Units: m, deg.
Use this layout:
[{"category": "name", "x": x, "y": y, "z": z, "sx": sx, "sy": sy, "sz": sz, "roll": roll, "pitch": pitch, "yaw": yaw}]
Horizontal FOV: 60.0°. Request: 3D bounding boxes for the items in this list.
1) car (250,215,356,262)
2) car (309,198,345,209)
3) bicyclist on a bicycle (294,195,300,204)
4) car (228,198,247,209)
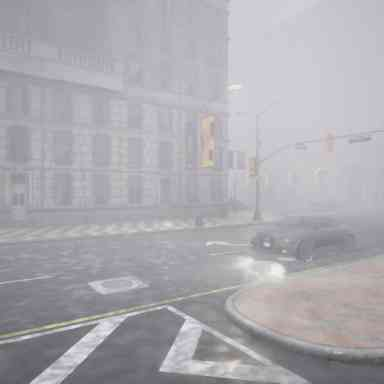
[{"category": "car", "x": 4.146, "y": 1.564, "z": 12.257, "sx": 4.181, "sy": 1.385, "sz": 1.994, "roll": 0, "pitch": 0, "yaw": -34}, {"category": "car", "x": 17.992, "y": 1.525, "z": 44.423, "sx": 1.812, "sy": 1.442, "sz": 4.674, "roll": 0, "pitch": 0, "yaw": -36}, {"category": "bicyclist on a bicycle", "x": 18.027, "y": 1.300, "z": 57.169, "sx": 1.656, "sy": 1.620, "sz": 0.582, "roll": 0, "pitch": 0, "yaw": -35}, {"category": "car", "x": 5.226, "y": 1.491, "z": 44.098, "sx": 2.128, "sy": 1.511, "sz": 4.902, "roll": 0, "pitch": 0, "yaw": -35}]
